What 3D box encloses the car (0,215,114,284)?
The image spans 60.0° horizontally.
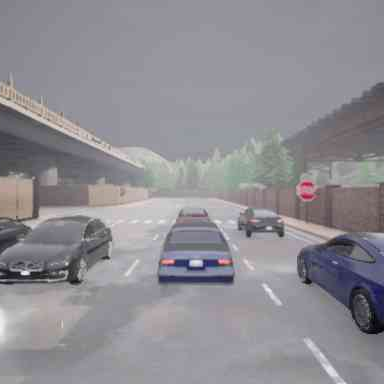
[{"bbox_3d":[-3.598,1.497,9.614,1.837,1.490,4.892,0,0,0],"label":"car"}]

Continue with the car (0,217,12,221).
[{"bbox_3d":[-7.094,1.555,11.314,1.994,1.385,4.181,0,0,0],"label":"car"}]

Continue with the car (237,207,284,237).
[{"bbox_3d":[3.576,1.510,17.713,1.812,1.442,4.674,0,0,0],"label":"car"}]

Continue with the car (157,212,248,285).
[{"bbox_3d":[0.085,1.539,9.503,2.033,1.411,5.357,0,0,0],"label":"car"}]

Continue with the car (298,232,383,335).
[{"bbox_3d":[3.590,1.520,6.574,1.812,1.442,4.674,0,0,0],"label":"car"}]

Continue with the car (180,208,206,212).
[{"bbox_3d":[0.075,1.584,19.704,1.895,1.301,4.718,0,0,0],"label":"car"}]
